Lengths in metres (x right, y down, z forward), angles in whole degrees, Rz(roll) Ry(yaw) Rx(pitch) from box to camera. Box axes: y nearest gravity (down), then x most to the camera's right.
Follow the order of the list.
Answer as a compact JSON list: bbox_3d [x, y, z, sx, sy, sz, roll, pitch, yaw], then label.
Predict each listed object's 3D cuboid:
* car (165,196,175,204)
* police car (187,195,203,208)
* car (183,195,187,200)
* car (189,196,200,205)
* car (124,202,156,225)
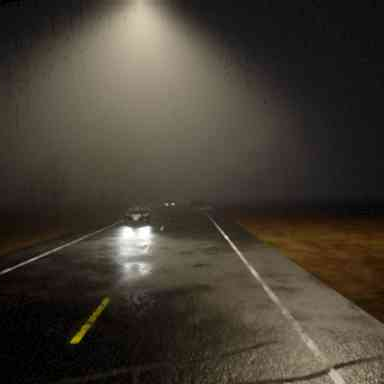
[{"bbox_3d":[-4.288,1.554,65.833,2.033,1.411,5.357,0,0,-1],"label":"car"},{"bbox_3d":[0.613,1.421,49.084,1.930,1.638,5.238,0,0,-1],"label":"police car"},{"bbox_3d":[-1.273,1.442,84.761,1.895,1.301,4.718,0,0,-2],"label":"car"},{"bbox_3d":[0.422,1.508,58.982,1.837,1.490,4.892,0,0,-1],"label":"car"},{"bbox_3d":[-3.715,1.483,24.302,2.128,1.511,4.902,0,0,-1],"label":"car"}]
